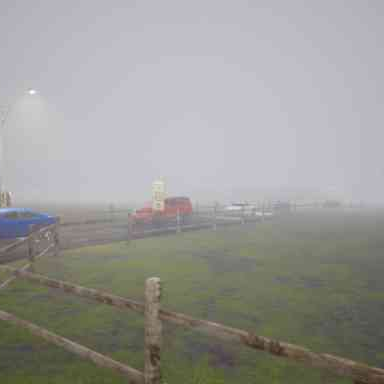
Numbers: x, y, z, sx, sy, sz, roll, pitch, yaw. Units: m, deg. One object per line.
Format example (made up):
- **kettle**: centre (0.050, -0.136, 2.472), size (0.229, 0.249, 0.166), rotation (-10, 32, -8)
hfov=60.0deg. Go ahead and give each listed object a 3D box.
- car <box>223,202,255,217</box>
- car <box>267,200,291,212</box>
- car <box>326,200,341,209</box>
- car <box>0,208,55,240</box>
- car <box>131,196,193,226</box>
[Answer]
- **car**: centre (5.068, 1.797, 35.220), size (1.812, 1.442, 4.674), rotation (0, -1, 36)
- **car**: centre (11.564, 1.868, 44.048), size (2.128, 1.511, 4.902), rotation (0, 0, 37)
- **car**: centre (23.322, 2.045, 55.217), size (1.837, 1.490, 4.892), rotation (0, -2, 36)
- **car**: centre (-8.812, 1.541, 15.610), size (1.882, 1.535, 5.008), rotation (0, -1, 31)
- **car**: centre (-2.121, 1.377, 25.402), size (2.150, 2.045, 5.566), rotation (0, 0, 36)
